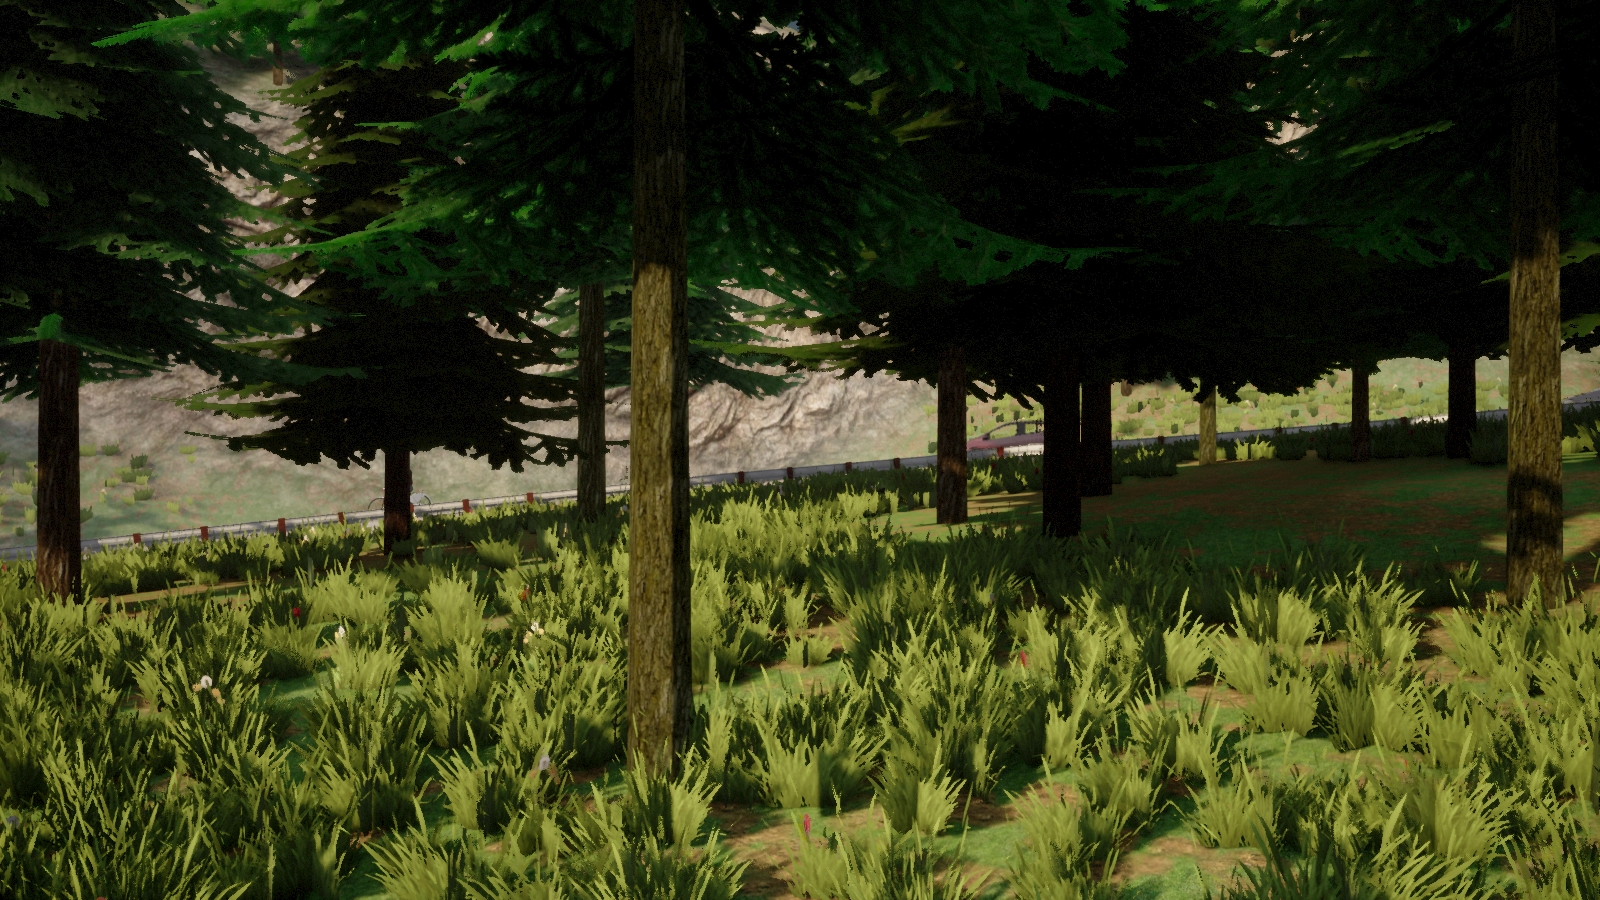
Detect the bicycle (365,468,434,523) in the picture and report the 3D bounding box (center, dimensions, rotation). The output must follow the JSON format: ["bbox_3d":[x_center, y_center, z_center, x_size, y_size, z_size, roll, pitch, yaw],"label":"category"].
[{"bbox_3d":[-12.075,1.355,34.490,1.835,1.471,0.329,-5,2,-29],"label":"bicycle"}]

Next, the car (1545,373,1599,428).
[{"bbox_3d":[24.991,-1.615,33.658,4.792,1.488,2.163,-5,-2,27],"label":"car"}]
